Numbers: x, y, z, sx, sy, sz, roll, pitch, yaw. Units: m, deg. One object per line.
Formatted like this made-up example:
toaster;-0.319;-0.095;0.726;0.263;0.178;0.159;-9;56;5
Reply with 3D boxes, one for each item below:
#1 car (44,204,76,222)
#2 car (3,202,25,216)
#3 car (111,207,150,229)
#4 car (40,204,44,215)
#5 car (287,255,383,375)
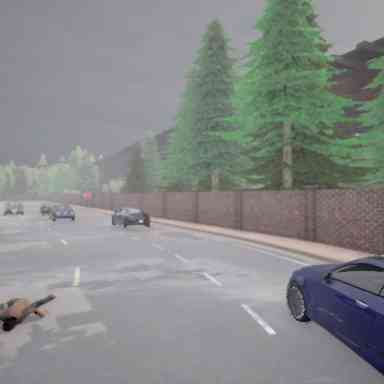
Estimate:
car;-11.911;1.872;30.375;2.033;1.411;5.357;0;-1;-28
car;-20.043;1.900;37.545;2.128;1.511;4.902;0;-1;-29
car;-4.428;1.773;23.849;1.812;1.442;4.674;0;-1;-28
car;-17.042;2.027;39.746;1.895;1.301;4.718;0;-1;-29
car;2.938;1.568;4.503;1.812;1.442;4.674;0;-1;-7
